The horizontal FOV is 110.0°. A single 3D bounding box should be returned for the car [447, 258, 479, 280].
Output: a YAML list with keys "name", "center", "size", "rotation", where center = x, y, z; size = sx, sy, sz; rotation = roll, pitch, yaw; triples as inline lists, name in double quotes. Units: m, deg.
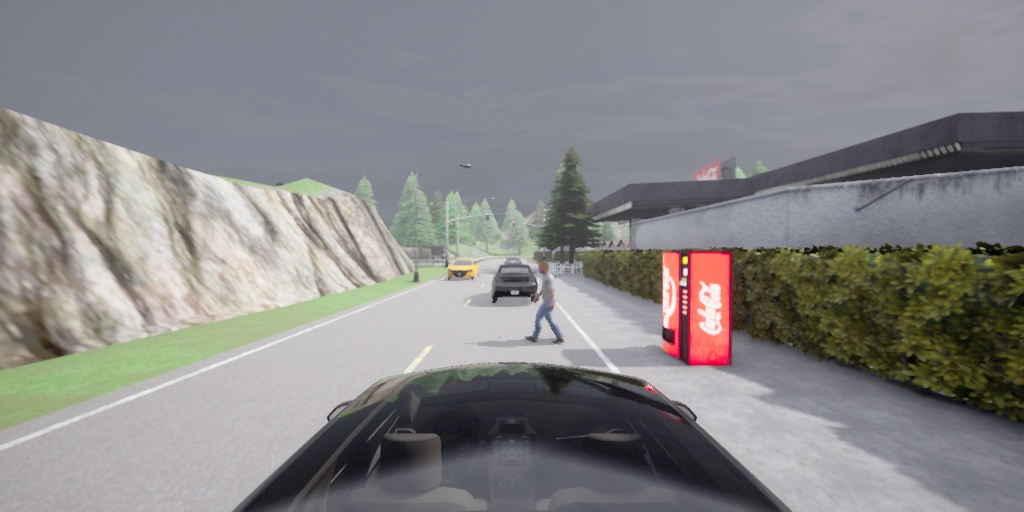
- name: "car"
  center: [-3.577, 0.920, 26.859]
  size: [1.882, 1.535, 5.008]
  rotation: [0, 1, 0]

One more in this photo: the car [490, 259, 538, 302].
- name: "car"
  center: [0.109, 1.083, 15.842]
  size: [1.837, 1.490, 4.892]
  rotation: [0, 1, 0]

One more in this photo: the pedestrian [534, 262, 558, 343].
- name: "pedestrian"
  center: [0.729, 0.969, 7.818]
  size: [0.375, 1.860, 0.375]
  rotation: [0, 1, 0]

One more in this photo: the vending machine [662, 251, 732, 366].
- name: "vending machine"
  center: [3.501, 0.882, 6.899]
  size: [1.100, 2.100, 0.880]
  rotation: [0, 0, 0]
